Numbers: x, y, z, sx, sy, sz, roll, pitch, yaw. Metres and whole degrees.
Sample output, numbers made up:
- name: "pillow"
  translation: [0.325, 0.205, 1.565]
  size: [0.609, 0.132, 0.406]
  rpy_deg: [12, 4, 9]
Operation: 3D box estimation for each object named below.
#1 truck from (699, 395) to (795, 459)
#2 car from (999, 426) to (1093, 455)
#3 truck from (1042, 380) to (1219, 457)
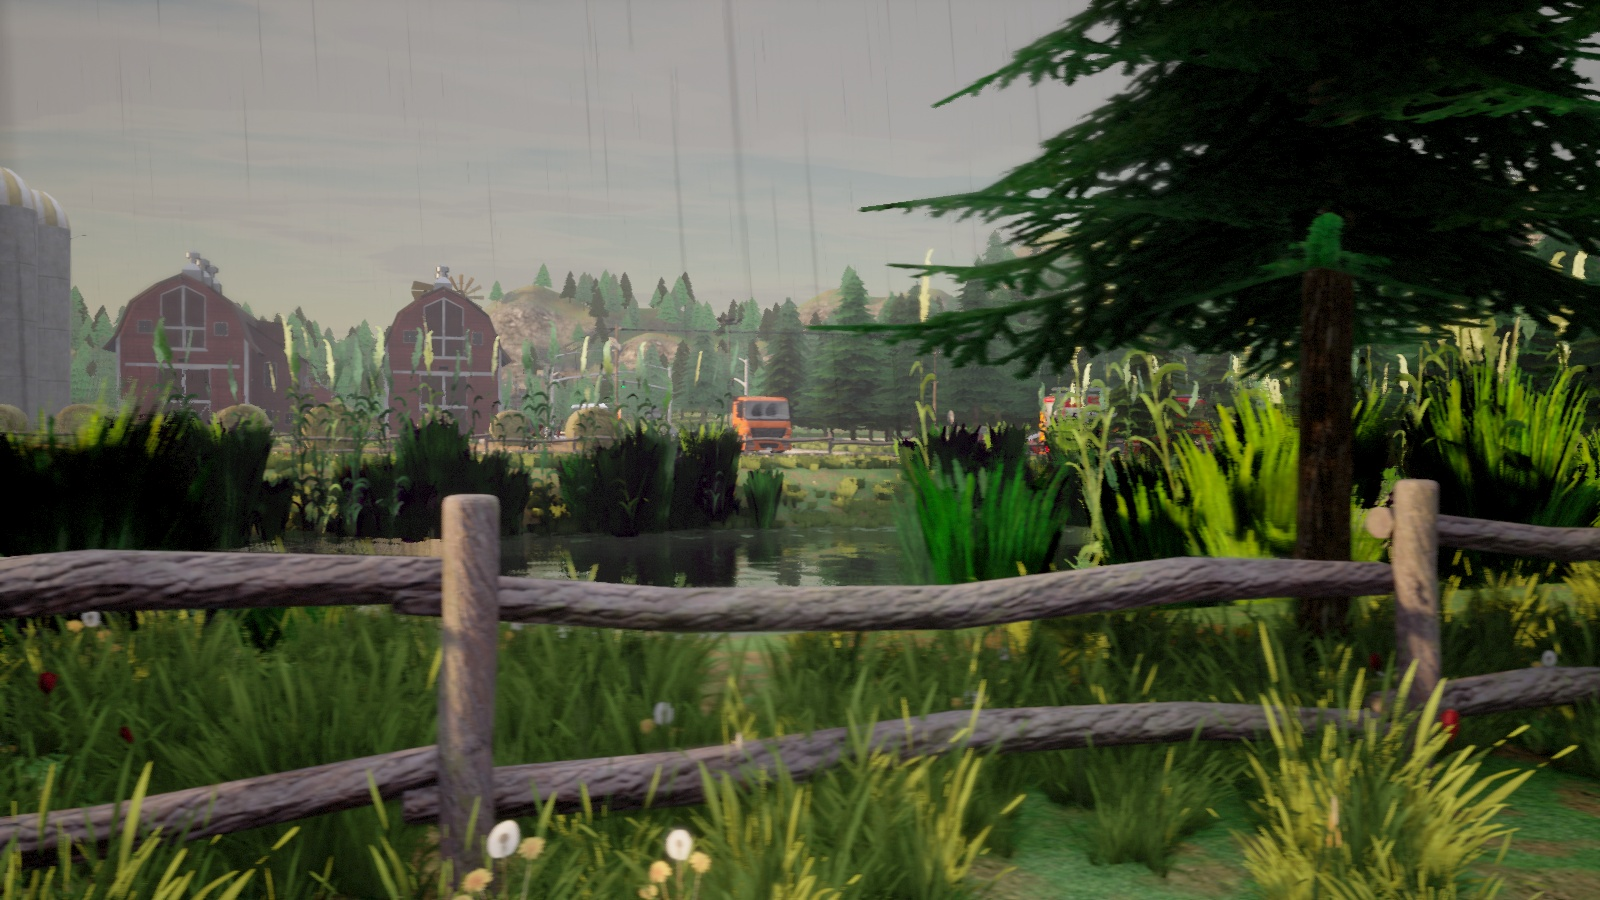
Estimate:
- name: "truck"
  translation: [-3.202, -1.320, 72.760]
  size: [2.891, 3.462, 7.936]
  rpy_deg: [-1, 1, -23]
- name: "car"
  translation: [13.221, -0.523, 67.623]
  size: [4.514, 1.525, 2.007]
  rpy_deg: [-1, 1, -14]
- name: "truck"
  translation: [17.084, -1.633, 64.957]
  size: [8.468, 3.827, 2.891]
  rpy_deg: [-1, 1, -14]
